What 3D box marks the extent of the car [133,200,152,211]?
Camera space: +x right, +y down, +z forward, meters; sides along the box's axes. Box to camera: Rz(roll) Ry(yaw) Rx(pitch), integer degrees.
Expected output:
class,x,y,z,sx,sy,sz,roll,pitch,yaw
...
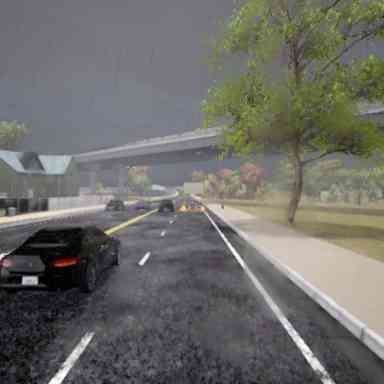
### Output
class,x,y,z,sx,sy,sz,roll,pitch,yaw
car,-6.588,1.759,44.825,2.033,1.411,5.357,0,0,0

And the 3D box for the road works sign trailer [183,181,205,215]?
class,x,y,z,sx,sy,sz,roll,pitch,yaw
road works sign trailer,0.155,0.619,36.648,2.380,3.560,2.880,1,0,-3

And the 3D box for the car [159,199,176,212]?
class,x,y,z,sx,sy,sz,roll,pitch,yaw
car,-3.172,1.704,42.425,1.837,1.490,4.892,0,0,0

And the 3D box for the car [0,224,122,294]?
class,x,y,z,sx,sy,sz,roll,pitch,yaw
car,-3.151,1.565,8.769,1.812,1.442,4.674,0,0,0

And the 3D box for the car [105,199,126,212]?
class,x,y,z,sx,sy,sz,roll,pitch,yaw
car,-9.846,1.706,42.912,1.837,1.490,4.892,0,0,0
